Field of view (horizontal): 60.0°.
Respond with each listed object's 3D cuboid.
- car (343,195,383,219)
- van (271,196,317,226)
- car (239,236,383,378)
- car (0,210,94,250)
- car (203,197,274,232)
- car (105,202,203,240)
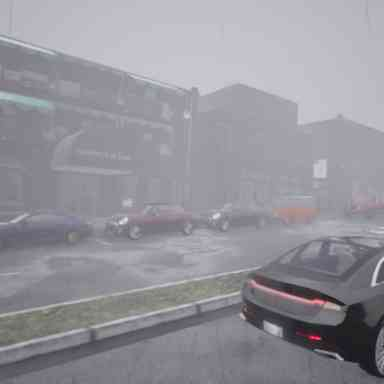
[{"bbox_3d":[15.949,1.282,29.923,5.566,2.045,2.435,0,0,-36],"label":"car"},{"bbox_3d":[6.794,1.275,23.362,4.442,1.987,1.878,0,0,-36],"label":"van"},{"bbox_3d":[2.987,1.507,5.568,4.902,1.511,2.128,0,0,-35],"label":"car"},{"bbox_3d":[-6.482,1.493,13.849,4.674,1.452,2.002,0,0,-36],"label":"car"},{"bbox_3d":[2.422,1.359,20.229,4.553,1.767,2.185,0,0,-36],"label":"car"},{"bbox_3d":[-2.068,1.343,17.011,4.553,1.767,2.185,0,0,-36],"label":"car"}]
